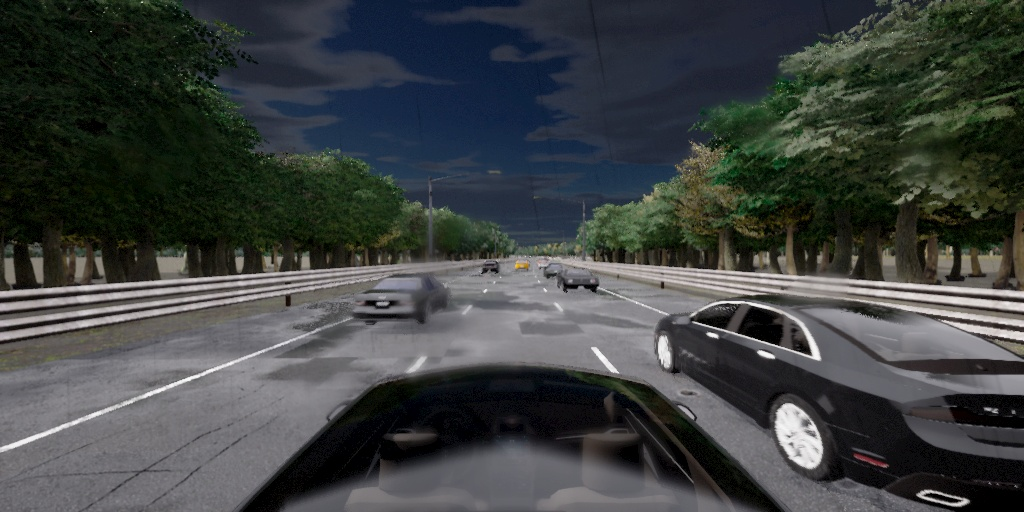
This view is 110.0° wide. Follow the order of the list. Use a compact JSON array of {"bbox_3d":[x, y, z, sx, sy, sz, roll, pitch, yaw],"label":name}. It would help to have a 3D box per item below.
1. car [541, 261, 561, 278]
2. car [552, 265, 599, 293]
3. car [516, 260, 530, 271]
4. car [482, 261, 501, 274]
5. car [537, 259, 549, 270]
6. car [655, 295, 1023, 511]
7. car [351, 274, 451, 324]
[{"bbox_3d":[4.095,1.397,34.438,1.994,1.385,4.181,0,0,2],"label":"car"},{"bbox_3d":[3.722,1.381,21.202,1.895,1.301,4.718,0,0,1],"label":"car"},{"bbox_3d":[1.558,1.379,53.997,1.882,1.535,5.008,0,-1,3],"label":"car"},{"bbox_3d":[-2.468,1.365,43.490,1.837,1.490,4.892,0,0,3],"label":"car"},{"bbox_3d":[5.131,1.514,57.183,1.895,1.301,4.718,0,0,3],"label":"car"},{"bbox_3d":[3.516,1.257,4.663,1.837,1.490,4.892,0,0,0],"label":"car"},{"bbox_3d":[-3.362,1.305,11.934,2.033,1.411,5.357,0,0,1],"label":"car"}]
